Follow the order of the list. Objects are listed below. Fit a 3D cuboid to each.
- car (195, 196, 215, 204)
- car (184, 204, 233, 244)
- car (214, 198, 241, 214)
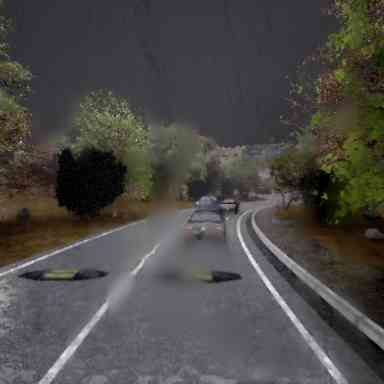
[{"bbox_3d":[1.908,1.288,41.540,2.097,1.767,4.553,1,0,17],"label":"car"},{"bbox_3d":[0.730,1.538,15.735,2.033,1.411,5.357,0,0,5],"label":"car"},{"bbox_3d":[4.143,1.502,35.721,2.128,1.511,4.902,1,0,14],"label":"car"}]
